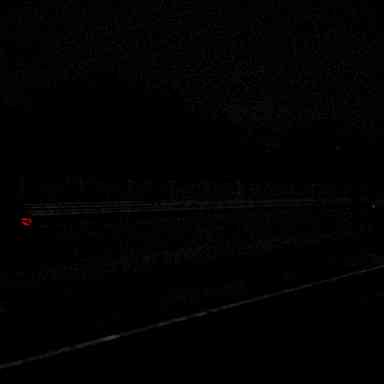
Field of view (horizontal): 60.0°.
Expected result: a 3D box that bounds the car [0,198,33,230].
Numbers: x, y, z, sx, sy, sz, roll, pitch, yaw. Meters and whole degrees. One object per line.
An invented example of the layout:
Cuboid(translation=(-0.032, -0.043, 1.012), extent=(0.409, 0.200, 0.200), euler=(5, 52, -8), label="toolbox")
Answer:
Cuboid(translation=(-8.281, 1.219, 10.974), extent=(5.566, 2.045, 2.150), euler=(0, 0, -35), label="car")

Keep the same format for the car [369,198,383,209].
Cuboid(translation=(24.109, 1.471, 41.607), extent=(4.902, 1.511, 2.128), euler=(0, 0, -33), label="car")
